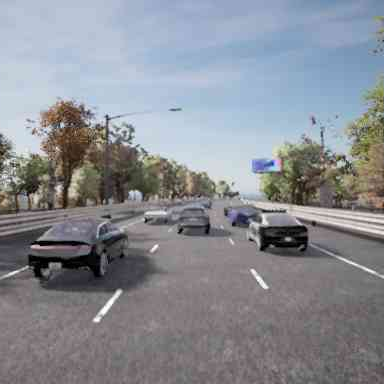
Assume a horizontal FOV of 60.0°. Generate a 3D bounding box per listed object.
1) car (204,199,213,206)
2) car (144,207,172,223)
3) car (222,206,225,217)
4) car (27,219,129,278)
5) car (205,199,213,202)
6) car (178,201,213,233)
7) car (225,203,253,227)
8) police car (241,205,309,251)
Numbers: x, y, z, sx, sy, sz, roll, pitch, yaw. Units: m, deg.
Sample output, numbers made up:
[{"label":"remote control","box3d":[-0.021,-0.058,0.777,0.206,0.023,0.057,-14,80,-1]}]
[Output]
[{"label":"car","box3d":[3.682,2.390,74.759,1.837,1.490,4.892,0,-1,6]},{"label":"car","box3d":[-2.836,1.921,28.610,1.895,1.301,4.718,0,-1,2]},{"label":"car","box3d":[4.408,1.912,36.689,2.128,1.511,4.902,0,-1,3]},{"label":"car","box3d":[-3.298,1.606,10.526,2.128,1.511,4.902,0,-1,1]},{"label":"car","box3d":[2.301,2.218,57.663,2.033,1.411,5.357,0,-1,4]},{"label":"car","box3d":[0.191,1.673,21.544,2.033,1.649,4.856,0,0,3]},{"label":"car","box3d":[3.956,1.646,25.792,2.097,1.767,4.553,0,-1,2]},{"label":"police car","box3d":[3.660,1.596,15.059,1.930,1.638,5.238,0,-1,1]}]
